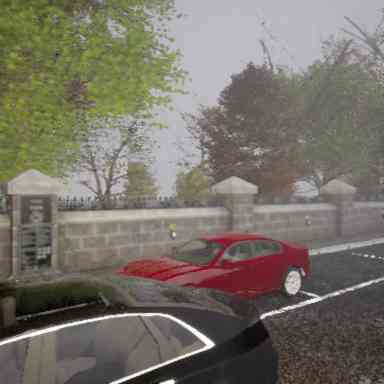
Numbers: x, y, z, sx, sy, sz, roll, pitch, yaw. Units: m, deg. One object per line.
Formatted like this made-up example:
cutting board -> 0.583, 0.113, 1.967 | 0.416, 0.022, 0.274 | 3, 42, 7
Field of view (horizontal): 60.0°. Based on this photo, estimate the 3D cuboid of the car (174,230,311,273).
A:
car -> 0.618, 1.548, 7.001 | 4.507, 1.381, 1.887 | 0, 0, -36

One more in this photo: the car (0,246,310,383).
car -> -1.465, 1.505, 2.335 | 4.892, 1.490, 1.837 | 0, 0, -35
